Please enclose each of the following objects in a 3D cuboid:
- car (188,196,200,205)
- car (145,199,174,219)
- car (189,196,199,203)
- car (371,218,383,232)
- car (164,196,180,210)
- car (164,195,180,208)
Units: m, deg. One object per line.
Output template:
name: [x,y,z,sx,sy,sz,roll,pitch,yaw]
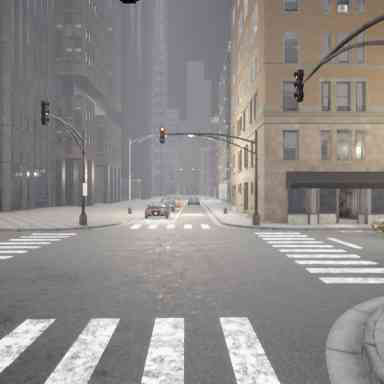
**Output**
car: [0.319,1.575,57.108,1.994,1.385,4.181,0,0,1]
car: [-2.978,1.573,29.414,1.994,1.385,4.181,0,0,0]
car: [0.376,1.545,69.892,1.994,1.385,4.181,0,0,0]
car: [12.186,1.519,17.717,4.829,1.417,1.752,0,0,-1]
car: [-2.932,1.505,39.268,2.128,1.511,4.902,0,0,0]
car: [-2.886,1.368,49.167,2.097,1.767,4.553,0,0,0]
